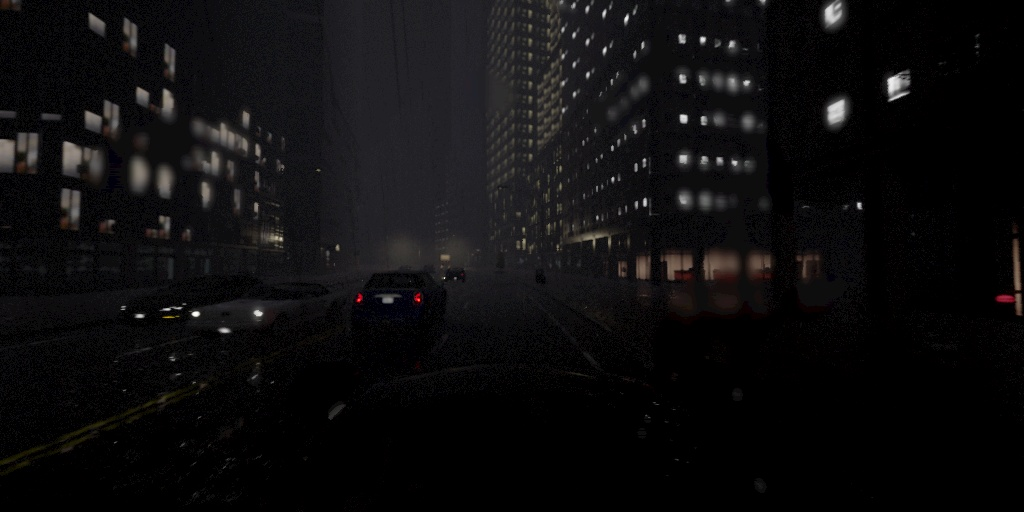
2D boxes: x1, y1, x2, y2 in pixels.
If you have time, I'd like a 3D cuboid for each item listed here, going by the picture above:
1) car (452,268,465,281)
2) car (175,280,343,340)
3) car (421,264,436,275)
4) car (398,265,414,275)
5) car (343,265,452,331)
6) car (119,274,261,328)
[{"bbox_3d":[-5.548,1.800,35.321,1.895,1.301,4.718,0,-1,-8],"label":"car"},{"bbox_3d":[-6.803,1.475,10.607,1.895,1.301,4.718,0,-1,-2],"label":"car"},{"bbox_3d":[-11.946,1.949,51.721,2.033,1.411,5.357,0,-1,-12],"label":"car"},{"bbox_3d":[-15.350,1.995,52.073,1.895,1.301,4.718,0,-1,-12],"label":"car"},{"bbox_3d":[-3.425,1.241,11.788,2.097,1.767,4.553,0,-1,-2],"label":"car"},{"bbox_3d":[-10.127,1.398,12.068,1.837,1.490,4.892,0,-1,-3],"label":"car"}]
